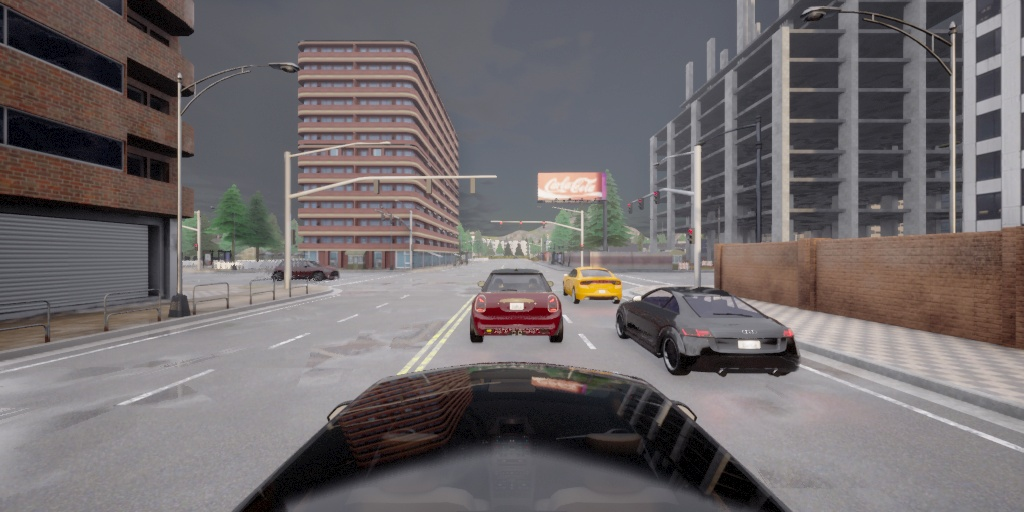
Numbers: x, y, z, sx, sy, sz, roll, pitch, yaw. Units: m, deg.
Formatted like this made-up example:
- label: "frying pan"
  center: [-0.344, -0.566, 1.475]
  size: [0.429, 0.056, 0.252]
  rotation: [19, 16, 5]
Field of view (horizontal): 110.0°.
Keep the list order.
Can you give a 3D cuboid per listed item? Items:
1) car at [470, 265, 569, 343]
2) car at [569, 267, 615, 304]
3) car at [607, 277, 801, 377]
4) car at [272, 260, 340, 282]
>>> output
- label: "car"
  center: [0.103, 1.102, 9.855]
  size: [2.097, 1.767, 4.553]
  rotation: [0, 0, 0]
- label: "car"
  center: [3.504, 1.228, 16.383]
  size: [1.882, 1.535, 5.008]
  rotation: [0, 0, 0]
- label: "car"
  center: [3.600, 1.314, 7.450]
  size: [1.994, 1.385, 4.181]
  rotation: [0, 0, 0]
- label: "car"
  center: [-16.058, 1.101, 28.140]
  size: [4.553, 1.767, 2.097]
  rotation: [0, 0, 0]
